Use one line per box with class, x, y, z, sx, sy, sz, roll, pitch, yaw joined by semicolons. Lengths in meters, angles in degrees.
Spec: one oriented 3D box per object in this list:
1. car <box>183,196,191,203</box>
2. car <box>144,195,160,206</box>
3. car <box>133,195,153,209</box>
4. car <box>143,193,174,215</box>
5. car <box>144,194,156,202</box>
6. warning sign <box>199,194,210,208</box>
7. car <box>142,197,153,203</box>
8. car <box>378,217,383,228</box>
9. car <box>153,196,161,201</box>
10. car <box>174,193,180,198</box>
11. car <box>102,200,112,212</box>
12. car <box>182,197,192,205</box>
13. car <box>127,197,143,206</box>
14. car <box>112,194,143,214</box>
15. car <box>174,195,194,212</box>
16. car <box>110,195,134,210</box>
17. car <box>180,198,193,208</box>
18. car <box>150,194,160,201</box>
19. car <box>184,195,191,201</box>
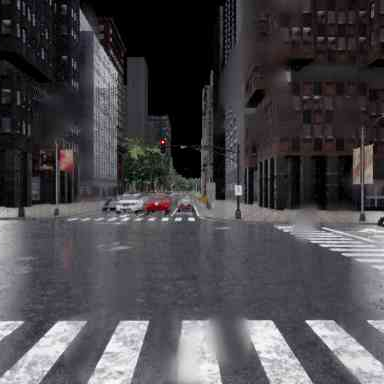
car;-1.013;1.613;71.667;1.752;1.417;4.829;0;0;-1
car;-6.712;1.399;55.738;2.097;1.767;4.553;0;0;0
car;-6.629;1.375;45.536;2.097;1.767;4.553;0;0;0
car;-3.375;1.221;34.477;2.150;2.045;5.566;0;0;0
car;-9.587;1.417;76.854;2.192;1.841;5.009;0;0;-1
warning sign;1.565;1.132;42.641;1.300;1.860;1.060;0;0;-1
car;-9.536;1.669;71.428;1.802;1.307;4.206;0;0;-1
car;14.094;1.788;20.933;4.181;1.385;1.994;1;0;0
car;-9.736;1.696;93.131;1.887;1.381;4.507;0;0;-1
car;-3.618;1.564;65.723;2.128;1.511;4.902;0;0;0
car;-9.237;1.574;38.873;1.947;1.339;4.313;0;0;-1
car;-0.912;1.603;60.648;1.887;1.381;4.507;0;0;-1
car;-9.385;1.570;54.981;1.752;1.417;4.829;0;0;-1
car;-6.542;1.223;35.511;2.150;2.045;5.566;0;0;-1
car;-0.713;1.448;38.949;1.967;1.590;4.097;0;0;-1
car;-9.288;1.335;44.300;2.192;1.841;5.009;0;0;-1
car;-0.812;1.615;49.798;1.802;1.307;4.206;0;0;-1
car;-9.687;1.449;87.706;2.192;1.841;5.009;0;0;-1
car;-1.162;1.574;87.772;1.967;1.590;4.097;0;0;-1
